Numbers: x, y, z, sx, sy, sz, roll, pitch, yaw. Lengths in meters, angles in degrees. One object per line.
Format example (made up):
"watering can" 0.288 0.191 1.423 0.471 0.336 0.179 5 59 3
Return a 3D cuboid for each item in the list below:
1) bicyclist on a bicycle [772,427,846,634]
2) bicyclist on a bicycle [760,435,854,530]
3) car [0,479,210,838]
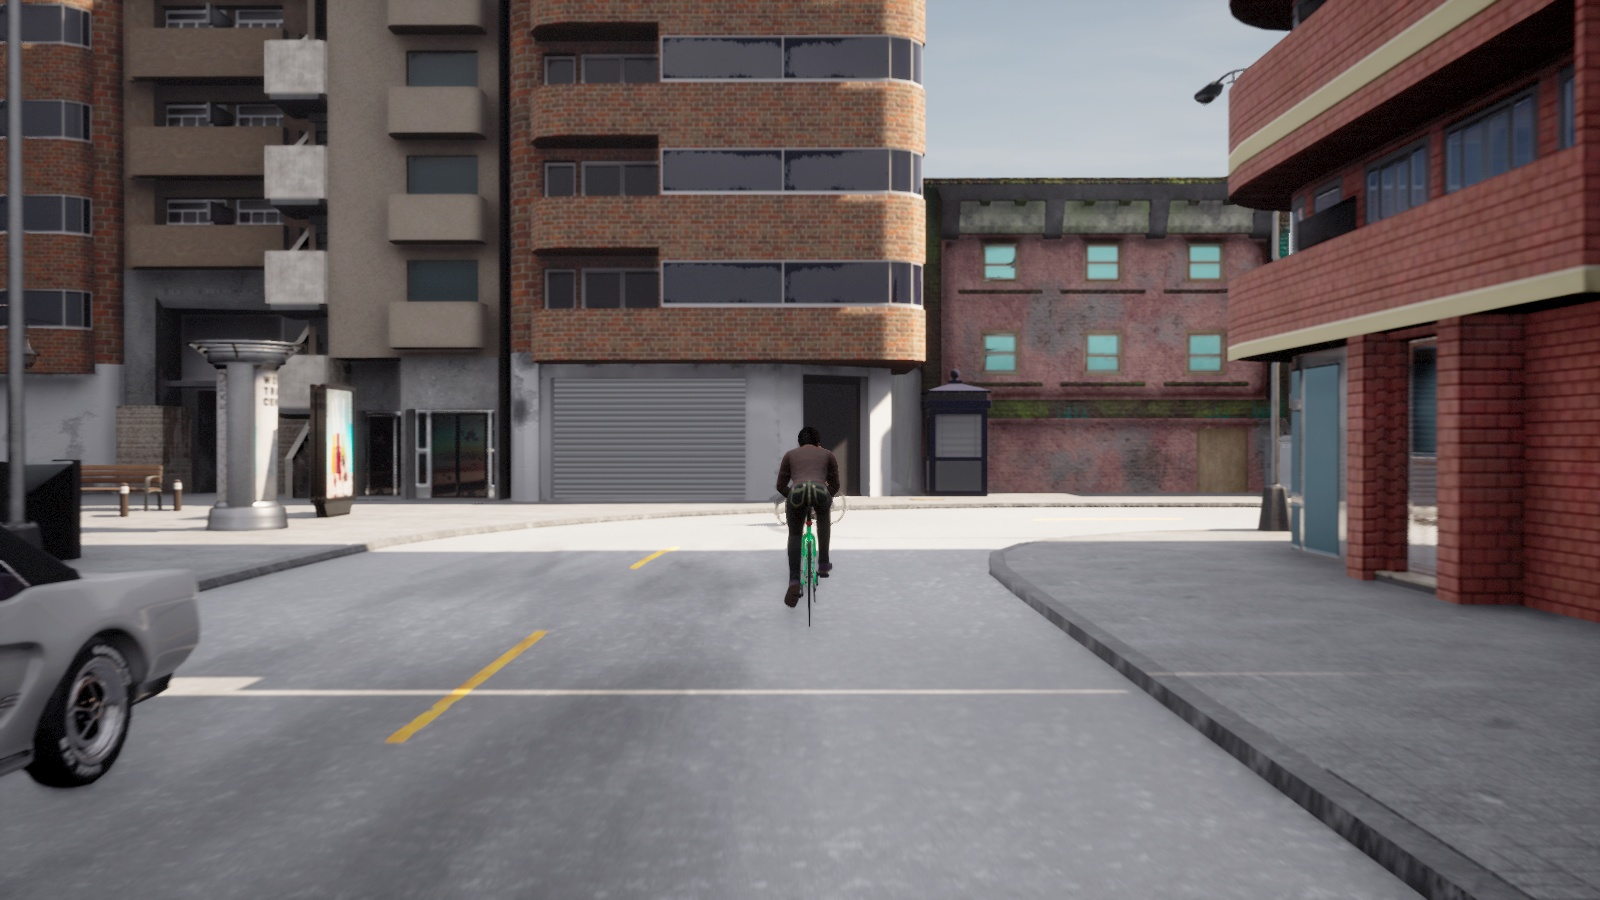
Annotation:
"bicyclist on a bicycle" 0.076 0.627 10.670 0.582 1.620 1.656 0 0 0
"bicyclist on a bicycle" 0.134 0.552 22.333 1.656 1.620 0.582 -1 2 -40
"car" -3.967 0.816 4.057 1.895 1.301 4.718 0 0 0
